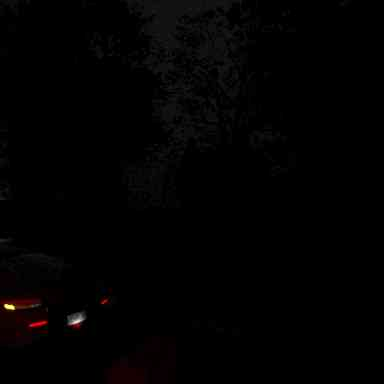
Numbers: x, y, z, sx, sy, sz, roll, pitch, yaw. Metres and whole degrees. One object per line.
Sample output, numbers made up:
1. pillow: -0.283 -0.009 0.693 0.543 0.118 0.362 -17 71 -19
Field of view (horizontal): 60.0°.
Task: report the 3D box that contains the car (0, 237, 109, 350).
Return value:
1. car: -3.427 1.536 5.843 4.674 1.442 1.812 0 0 36
